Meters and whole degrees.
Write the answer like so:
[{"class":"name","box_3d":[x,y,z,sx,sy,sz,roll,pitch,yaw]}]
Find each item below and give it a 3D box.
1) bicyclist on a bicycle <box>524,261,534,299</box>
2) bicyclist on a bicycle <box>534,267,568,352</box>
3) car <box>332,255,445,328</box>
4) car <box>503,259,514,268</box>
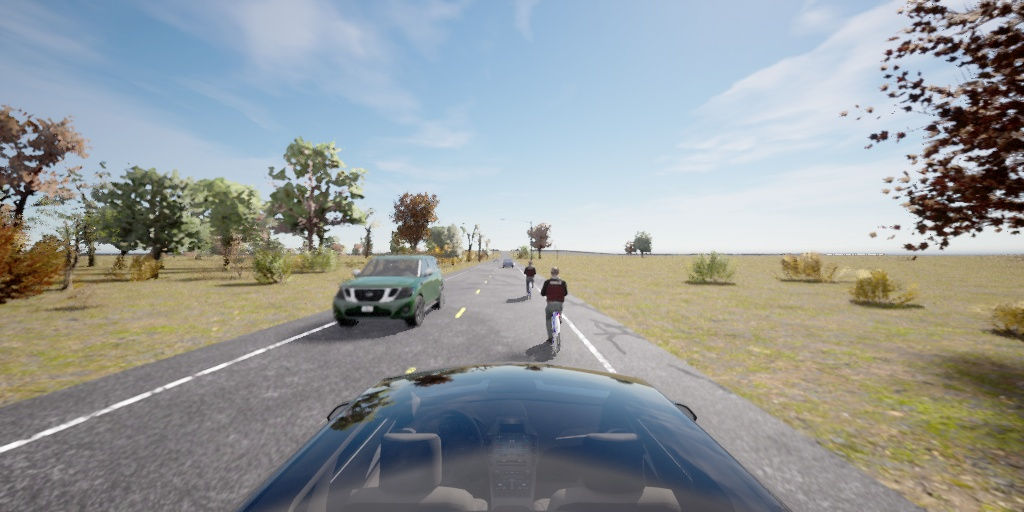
[{"class":"bicyclist on a bicycle","box_3d":[0.851,1.119,17.031,0.659,1.776,1.843,0,0,-1]},{"class":"bicyclist on a bicycle","box_3d":[0.933,1.120,8.024,0.659,1.776,1.843,0,0,0]},{"class":"car","box_3d":[-3.655,0.971,11.768,2.150,2.045,5.566,0,0,-1]},{"class":"car","box_3d":[-0.630,1.283,62.094,2.033,1.411,5.357,0,0,-1]}]
